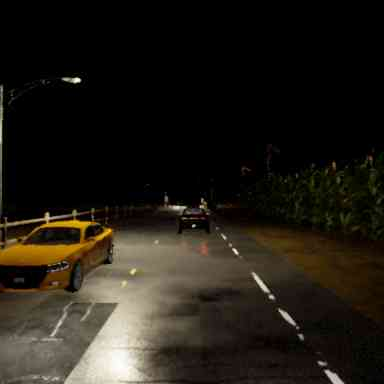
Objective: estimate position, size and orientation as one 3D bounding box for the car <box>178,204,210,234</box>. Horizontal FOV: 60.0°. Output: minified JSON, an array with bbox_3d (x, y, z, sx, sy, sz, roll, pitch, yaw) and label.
[{"bbox_3d":[0.114,1.762,21.418,2.128,1.511,4.902,0,-1,0],"label":"car"}]

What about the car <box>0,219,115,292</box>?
[{"bbox_3d":[-3.570,1.580,9.405,1.882,1.535,5.008,0,-1,0],"label":"car"}]
